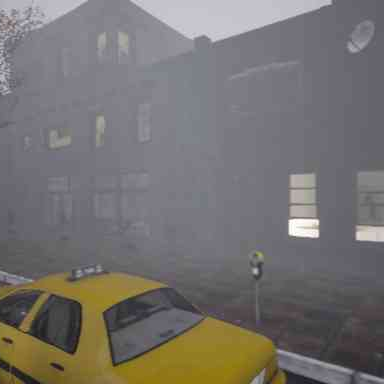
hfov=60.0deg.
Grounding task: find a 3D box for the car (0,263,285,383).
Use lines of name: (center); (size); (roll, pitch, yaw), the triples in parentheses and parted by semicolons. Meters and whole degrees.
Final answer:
car: (-1.414, 1.534, 3.967); (4.829, 1.417, 1.752); (0, -1, 36)
